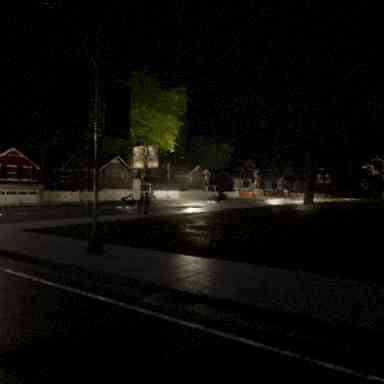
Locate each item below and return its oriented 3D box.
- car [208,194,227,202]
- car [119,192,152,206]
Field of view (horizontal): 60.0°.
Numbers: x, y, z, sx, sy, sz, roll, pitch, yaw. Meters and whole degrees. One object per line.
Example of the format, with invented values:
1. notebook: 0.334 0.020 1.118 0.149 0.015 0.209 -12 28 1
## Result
1. car: 4.505 0.977 58.613 1.994 1.385 4.181 2 1 36
2. car: -7.202 0.836 42.623 2.097 1.767 4.553 2 2 36
